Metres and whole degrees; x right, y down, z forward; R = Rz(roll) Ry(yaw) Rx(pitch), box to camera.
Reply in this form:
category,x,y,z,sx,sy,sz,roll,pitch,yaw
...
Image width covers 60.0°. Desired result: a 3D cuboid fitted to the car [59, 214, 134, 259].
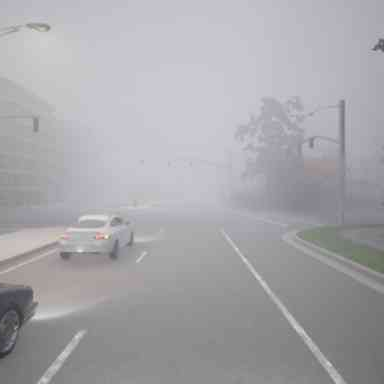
category,x,y,z,sx,sy,sz,roll,pitch,yaw
car,-3.395,1.529,12.432,1.812,1.442,4.674,0,0,0

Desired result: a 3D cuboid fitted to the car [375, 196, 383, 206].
category,x,y,z,sx,sy,sz,roll,pitch,yaw
car,26.436,1.255,49.046,1.970,1.475,3.806,0,0,0

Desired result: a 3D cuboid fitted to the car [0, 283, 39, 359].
category,x,y,z,sx,sy,sz,roll,pitch,yaw
car,-3.396,1.542,2.908,2.033,1.411,5.357,0,0,0
